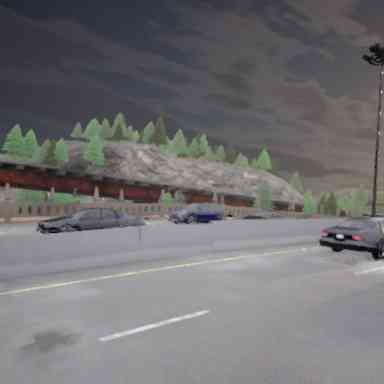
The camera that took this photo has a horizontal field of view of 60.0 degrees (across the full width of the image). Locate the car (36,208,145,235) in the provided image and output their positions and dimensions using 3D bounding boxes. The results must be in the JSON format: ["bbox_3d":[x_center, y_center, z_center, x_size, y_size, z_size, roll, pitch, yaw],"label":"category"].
[{"bbox_3d":[-5.166,1.543,17.503,5.357,1.411,2.033,0,0,-35],"label":"car"}]

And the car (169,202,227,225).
[{"bbox_3d":[0.489,1.590,25.831,4.553,1.767,2.097,3,-2,-35],"label":"car"}]

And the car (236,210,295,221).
[{"bbox_3d":[4.538,1.800,20.121,4.181,1.385,1.994,3,-2,-35],"label":"car"}]

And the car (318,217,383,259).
[{"bbox_3d":[7.280,1.714,13.236,5.357,1.411,2.033,3,-2,-35],"label":"car"}]
